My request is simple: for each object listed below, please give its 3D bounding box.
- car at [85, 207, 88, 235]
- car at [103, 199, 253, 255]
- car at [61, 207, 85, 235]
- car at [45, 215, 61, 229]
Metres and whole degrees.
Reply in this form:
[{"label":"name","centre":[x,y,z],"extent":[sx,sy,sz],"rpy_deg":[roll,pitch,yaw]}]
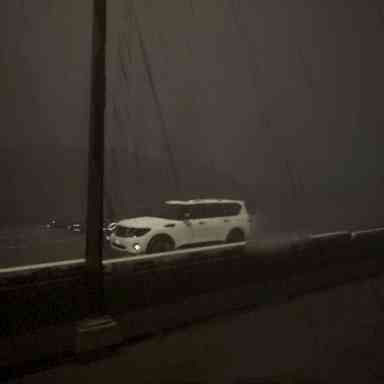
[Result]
[{"label":"car","centre":[-2.195,1.422,15.325],"extent":[4.553,1.767,2.097],"rpy_deg":[1,0,-35]},{"label":"car","centre":[-0.169,1.291,12.472],"extent":[5.566,2.045,2.150],"rpy_deg":[1,0,-36]},{"label":"car","centre":[-4.229,1.575,18.174],"extent":[4.892,1.490,1.837],"rpy_deg":[1,0,-35]},{"label":"car","centre":[-6.253,1.617,21.029],"extent":[5.357,1.411,2.033],"rpy_deg":[1,0,-36]}]
